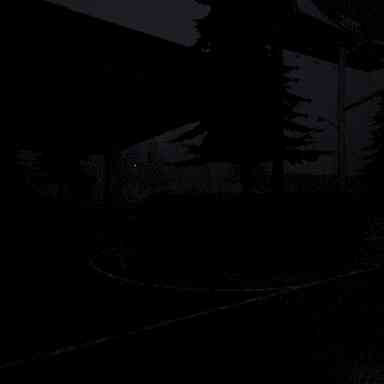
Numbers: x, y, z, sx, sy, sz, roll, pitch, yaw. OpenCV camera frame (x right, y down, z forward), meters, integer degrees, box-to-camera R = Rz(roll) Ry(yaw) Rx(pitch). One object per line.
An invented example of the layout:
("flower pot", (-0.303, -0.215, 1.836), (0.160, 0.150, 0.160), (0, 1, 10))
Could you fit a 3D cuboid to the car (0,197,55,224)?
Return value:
("car", (-11.923, 1.313, 23.512), (3.866, 1.878, 1.905), (0, 0, -36))
